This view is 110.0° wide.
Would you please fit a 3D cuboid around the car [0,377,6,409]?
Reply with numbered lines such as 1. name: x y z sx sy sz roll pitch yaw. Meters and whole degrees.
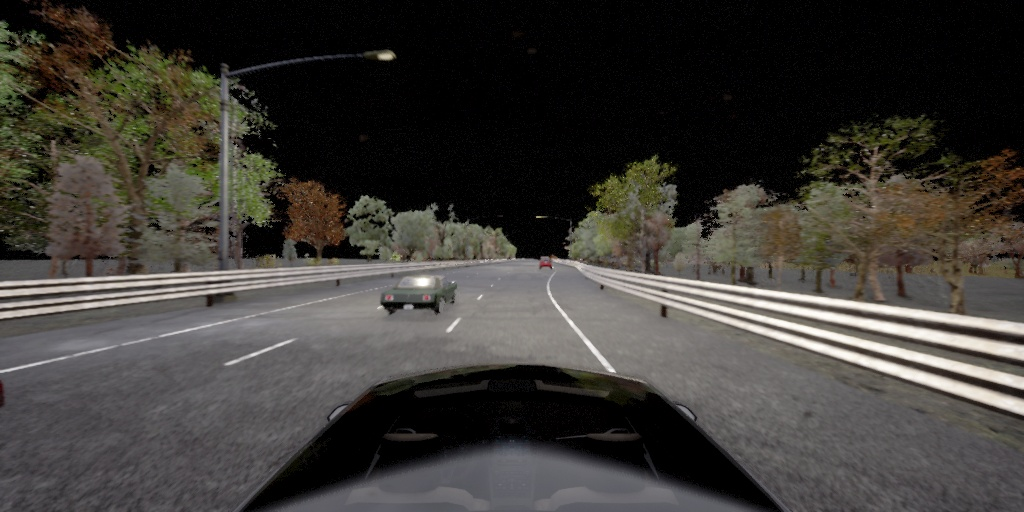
1. car: -6.885 1.295 2.353 1.994 1.385 4.181 0 0 0

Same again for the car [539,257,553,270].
1. car: 5.668 1.234 60.341 2.150 2.045 5.566 0 0 5

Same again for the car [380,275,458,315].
1. car: -3.302 1.384 13.777 1.895 1.301 4.718 0 0 1
